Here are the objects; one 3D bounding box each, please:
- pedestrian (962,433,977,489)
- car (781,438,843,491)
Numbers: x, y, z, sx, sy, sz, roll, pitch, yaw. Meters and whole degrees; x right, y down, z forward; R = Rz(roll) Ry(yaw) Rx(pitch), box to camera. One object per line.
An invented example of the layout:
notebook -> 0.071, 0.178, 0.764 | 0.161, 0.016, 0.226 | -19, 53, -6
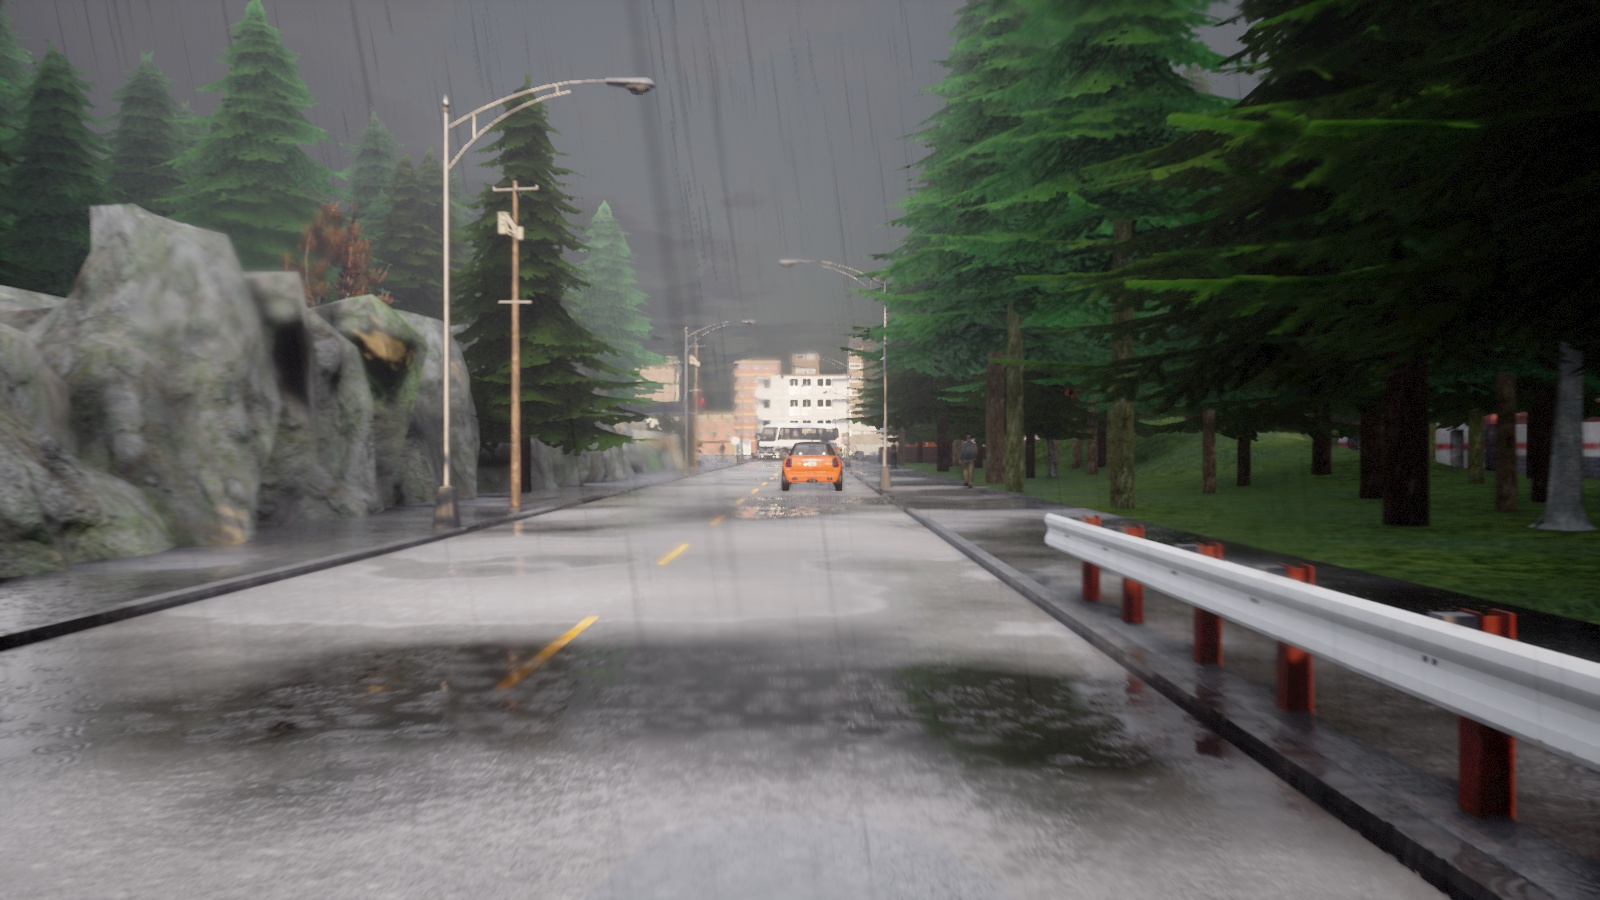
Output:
pedestrian -> 5.616, 0.352, 41.688 | 0.402, 1.842, 0.726 | 0, 0, 1
car -> 0.437, 0.489, 44.552 | 2.097, 1.767, 4.553 | 0, 0, 1
